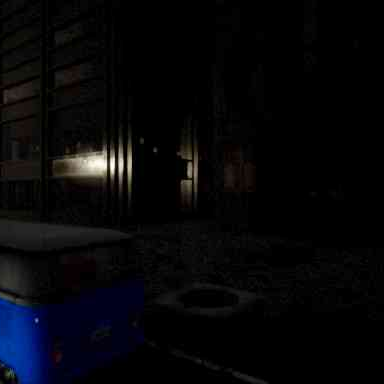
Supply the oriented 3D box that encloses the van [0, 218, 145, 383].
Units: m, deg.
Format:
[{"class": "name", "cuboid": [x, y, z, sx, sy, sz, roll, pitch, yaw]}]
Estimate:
[{"class": "van", "cuboid": [-2.515, 1.333, 4.759, 3.998, 1.788, 1.690, 0, 0, 36]}]
